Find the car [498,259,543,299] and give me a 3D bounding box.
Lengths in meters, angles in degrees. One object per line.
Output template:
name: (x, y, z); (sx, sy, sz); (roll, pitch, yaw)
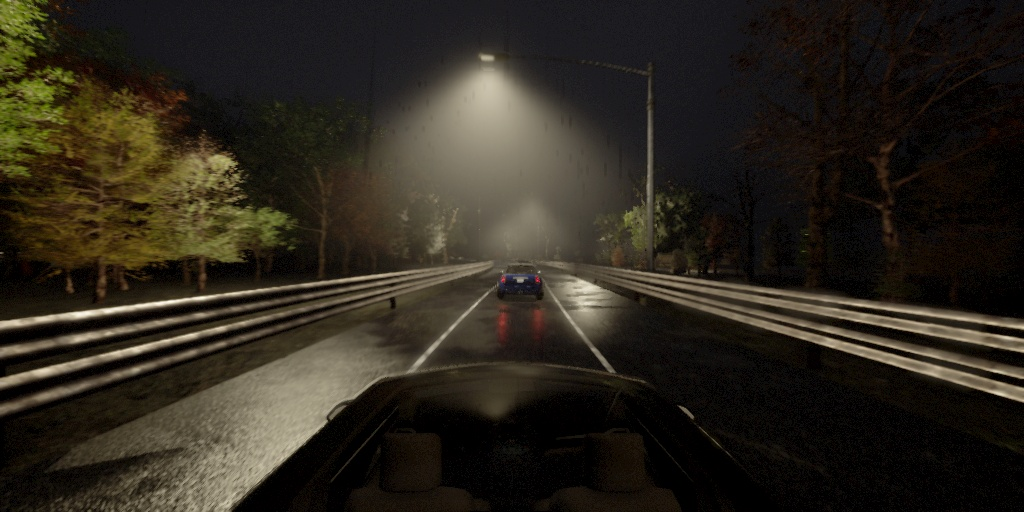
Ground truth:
car: (0.472, 1.153, 18.594); (2.097, 1.767, 4.553); (0, 0, 2)
